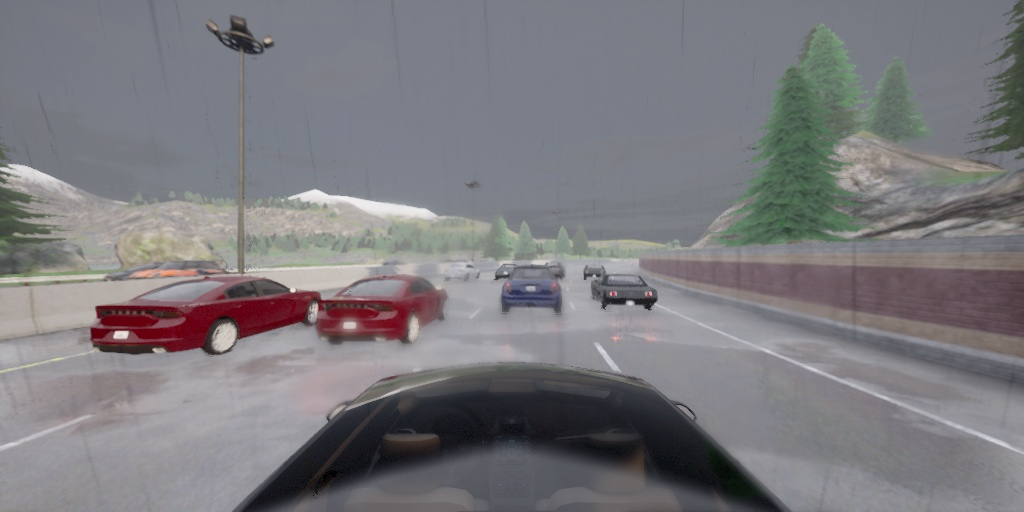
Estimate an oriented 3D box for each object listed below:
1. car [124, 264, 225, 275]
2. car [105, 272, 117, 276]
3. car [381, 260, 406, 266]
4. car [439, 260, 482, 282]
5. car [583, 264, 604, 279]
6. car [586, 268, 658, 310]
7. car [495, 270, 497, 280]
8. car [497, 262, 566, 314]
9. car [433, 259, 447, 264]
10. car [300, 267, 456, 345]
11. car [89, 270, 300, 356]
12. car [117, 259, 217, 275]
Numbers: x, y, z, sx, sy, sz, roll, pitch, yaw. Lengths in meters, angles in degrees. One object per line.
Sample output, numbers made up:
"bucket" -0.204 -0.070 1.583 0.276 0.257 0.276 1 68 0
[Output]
"car" -16.484 1.299 18.693 1.895 1.301 4.718 0 0 7
"car" -22.938 1.182 23.093 1.837 1.490 4.892 0 0 8
"car" -18.434 1.258 55.826 1.994 1.385 4.181 0 0 20
"car" -3.981 1.265 29.064 1.812 1.442 4.674 0 0 11
"car" 7.432 1.377 32.193 1.895 1.301 4.718 0 0 14
"car" 4.389 1.366 14.802 1.895 1.301 4.718 0 0 6
"car" -0.099 1.316 30.479 1.994 1.385 4.181 0 0 12
"car" 0.829 1.106 13.998 2.097 1.767 4.553 0 0 5
"car" -11.915 1.222 62.963 1.837 1.490 4.892 0 0 23
"car" -3.051 1.218 9.534 1.882 1.535 5.008 0 0 3
"car" -6.615 1.207 8.643 1.882 1.535 5.008 0 0 3
"car" -19.637 1.040 21.269 2.097 1.767 4.553 0 0 8
